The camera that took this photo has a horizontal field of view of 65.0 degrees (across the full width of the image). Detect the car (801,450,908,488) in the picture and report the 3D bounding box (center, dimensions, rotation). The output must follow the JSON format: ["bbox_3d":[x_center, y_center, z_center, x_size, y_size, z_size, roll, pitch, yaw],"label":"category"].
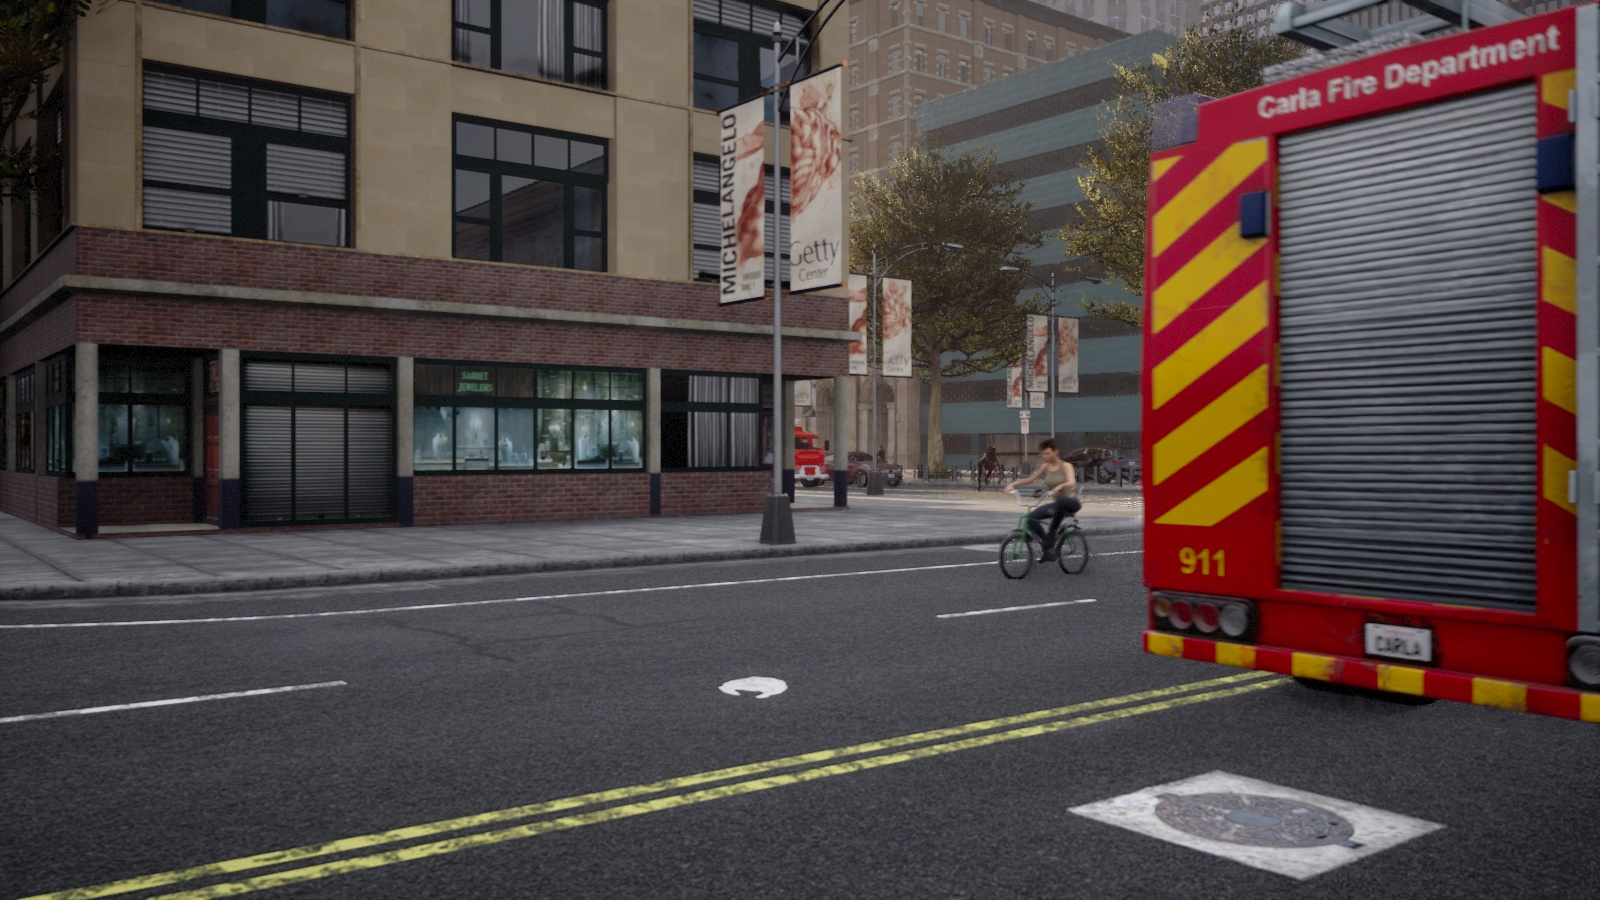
[{"bbox_3d":[2.183,0.747,51.431,1.812,1.442,4.674,0,0,-37],"label":"car"}]

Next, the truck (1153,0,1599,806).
[{"bbox_3d":[6.227,-0.456,8.377,8.468,3.827,2.891,0,0,-37],"label":"truck"}]

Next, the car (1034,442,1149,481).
[{"bbox_3d":[12.997,0.503,56.200,2.242,1.667,4.611,0,0,-37],"label":"car"}]

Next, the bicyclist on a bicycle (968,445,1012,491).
[{"bbox_3d":[6.849,0.649,45.353,0.582,1.620,1.656,0,0,-37],"label":"bicyclist on a bicycle"}]

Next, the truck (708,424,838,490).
[{"bbox_3d":[-1.139,0.253,50.016,2.627,2.467,5.204,0,0,-37],"label":"truck"}]

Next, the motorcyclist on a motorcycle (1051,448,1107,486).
[{"bbox_3d":[11.596,0.703,52.254,0.866,1.530,2.191,0,0,-37],"label":"motorcyclist on a motorcycle"}]

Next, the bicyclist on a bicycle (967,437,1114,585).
[{"bbox_3d":[2.788,0.663,14.538,1.509,1.612,0.866,-1,0,-37],"label":"bicyclist on a bicycle"}]
